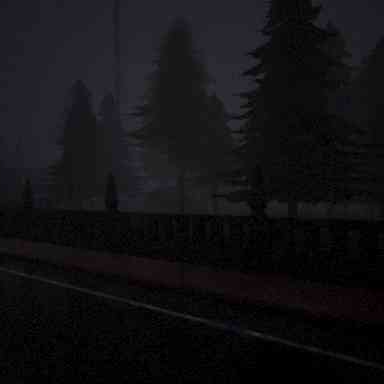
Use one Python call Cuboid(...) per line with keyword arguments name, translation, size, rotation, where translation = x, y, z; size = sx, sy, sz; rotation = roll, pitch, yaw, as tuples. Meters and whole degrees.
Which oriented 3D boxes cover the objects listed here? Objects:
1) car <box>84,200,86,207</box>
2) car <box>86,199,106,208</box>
Cuboid(name="car", translation=(-17.095, 1.790, 56.188), size=(2.097, 1.767, 4.553), rotation=(-1, 0, 36))
Cuboid(name="car", translation=(-14.243, 1.757, 54.160), size=(2.097, 1.767, 4.553), rotation=(-1, 0, 36))
